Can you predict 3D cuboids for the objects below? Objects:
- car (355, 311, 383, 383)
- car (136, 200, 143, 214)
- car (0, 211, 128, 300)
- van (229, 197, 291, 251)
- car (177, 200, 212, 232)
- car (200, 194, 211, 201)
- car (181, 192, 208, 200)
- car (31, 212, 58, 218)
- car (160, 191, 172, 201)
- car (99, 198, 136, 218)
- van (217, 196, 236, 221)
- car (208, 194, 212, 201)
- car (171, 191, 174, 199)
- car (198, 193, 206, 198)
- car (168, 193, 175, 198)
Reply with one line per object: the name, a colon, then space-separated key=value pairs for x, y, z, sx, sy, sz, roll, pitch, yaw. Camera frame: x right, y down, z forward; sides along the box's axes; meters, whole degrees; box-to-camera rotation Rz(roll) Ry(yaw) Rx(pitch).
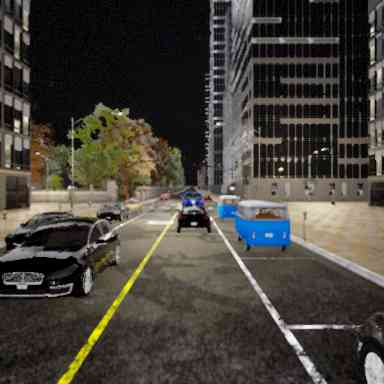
car: x=2.691 y=1.541 z=2.067 sx=2.008 sy=1.369 sz=4.403 roll=0 pitch=0 yaw=0
car: x=-5.801 y=1.318 z=32.105 sx=1.752 sy=1.417 sz=4.829 roll=0 pitch=0 yaw=0
car: x=-3.095 y=1.463 z=8.492 sx=1.837 sy=1.490 sz=4.892 roll=0 pitch=0 yaw=0
van: x=2.700 y=1.268 z=13.471 sx=1.690 sy=1.788 sz=3.998 roll=0 pitch=0 yaw=0
car: x=0.108 y=1.414 z=19.046 sx=1.812 sy=1.442 sz=4.674 roll=0 pitch=0 yaw=0
car: x=2.728 y=1.087 z=68.674 sx=1.947 sy=1.339 sz=4.313 roll=0 pitch=0 yaw=0
car: x=0.118 y=1.008 z=32.942 sx=2.150 sy=2.045 sz=5.566 roll=0 pitch=1 yaw=0
car: x=-5.683 y=1.494 z=13.476 sx=1.947 sy=1.339 sz=4.313 roll=0 pitch=0 yaw=0
car: x=-5.653 y=1.066 z=68.675 sx=1.887 sy=1.381 sz=4.507 roll=0 pitch=0 yaw=0
car: x=-5.756 y=1.412 z=24.872 sx=1.947 sy=1.339 sz=4.313 roll=0 pitch=0 yaw=0
van: x=2.787 y=1.186 z=24.867 sx=1.690 sy=1.788 sz=3.998 roll=0 pitch=0 yaw=0
car: x=2.726 y=1.003 z=62.992 sx=1.967 sy=1.590 sz=4.097 roll=0 pitch=0 yaw=0
car: x=-5.650 y=1.030 z=74.358 sx=2.008 sy=1.369 sz=4.403 roll=0 pitch=0 yaw=0
car: x=2.741 y=0.914 z=91.397 sx=1.947 sy=1.339 sz=4.313 roll=0 pitch=0 yaw=0
car: x=-5.641 y=0.931 z=91.406 sx=1.802 sy=1.307 sz=4.206 roll=0 pitch=0 yaw=0
